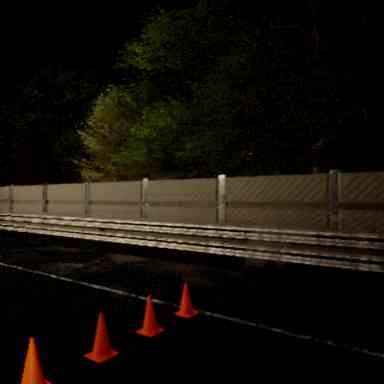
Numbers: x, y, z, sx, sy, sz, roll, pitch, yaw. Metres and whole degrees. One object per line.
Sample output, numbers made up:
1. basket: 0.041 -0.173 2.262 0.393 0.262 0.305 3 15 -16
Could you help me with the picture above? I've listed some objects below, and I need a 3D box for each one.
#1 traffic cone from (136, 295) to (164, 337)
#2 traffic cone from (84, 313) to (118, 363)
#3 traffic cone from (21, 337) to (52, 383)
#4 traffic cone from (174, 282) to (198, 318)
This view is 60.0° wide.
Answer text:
1. traffic cone: -0.699 2.012 5.512 0.340 0.580 0.340 -1 -1 36
2. traffic cone: -1.281 2.007 4.699 0.340 0.580 0.340 -1 -1 36
3. traffic cone: -1.863 2.002 3.886 0.340 0.580 0.340 -1 -1 36
4. traffic cone: -0.117 2.017 6.325 0.340 0.580 0.340 -1 -1 36
